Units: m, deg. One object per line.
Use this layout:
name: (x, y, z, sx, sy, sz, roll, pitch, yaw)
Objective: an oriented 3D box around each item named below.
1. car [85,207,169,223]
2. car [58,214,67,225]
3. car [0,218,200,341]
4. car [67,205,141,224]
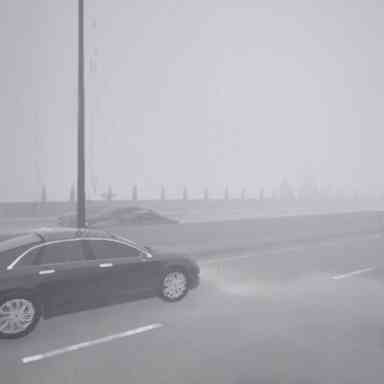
car: (-2.568, 1.567, 15.058, 4.181, 1.385, 1.994, 0, 0, -36)
car: (-6.233, 1.567, 21.043, 4.181, 1.385, 1.994, 0, 0, -35)
car: (-2.066, 1.505, 6.572, 4.892, 1.490, 1.837, 0, 0, -36)
car: (-3.994, 1.508, 18.340, 4.892, 1.490, 1.837, 0, 0, -35)
